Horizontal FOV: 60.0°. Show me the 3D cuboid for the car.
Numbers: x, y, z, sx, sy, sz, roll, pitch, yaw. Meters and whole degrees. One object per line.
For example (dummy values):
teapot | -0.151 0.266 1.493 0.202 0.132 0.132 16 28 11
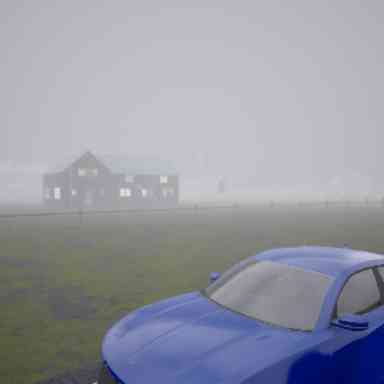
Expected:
car | 1.402 1.470 4.064 5.008 1.535 1.882 0 0 -35
